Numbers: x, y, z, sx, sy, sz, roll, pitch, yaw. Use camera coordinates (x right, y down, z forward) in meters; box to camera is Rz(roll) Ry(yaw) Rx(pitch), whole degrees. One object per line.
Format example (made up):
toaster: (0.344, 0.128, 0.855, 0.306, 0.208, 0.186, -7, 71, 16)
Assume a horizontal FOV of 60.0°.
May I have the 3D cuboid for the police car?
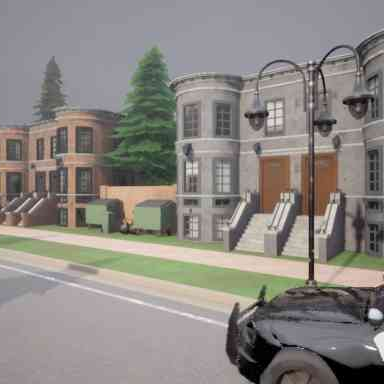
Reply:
police car: (2.772, 1.466, 3.041, 4.974, 1.542, 2.038, 0, -1, 33)
